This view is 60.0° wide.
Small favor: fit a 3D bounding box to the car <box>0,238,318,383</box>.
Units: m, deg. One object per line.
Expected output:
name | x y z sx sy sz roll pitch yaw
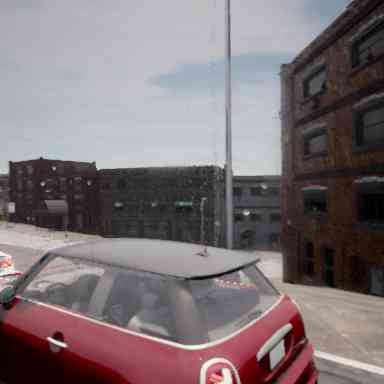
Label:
car | -1.026 1.356 3.983 4.553 1.767 2.185 0 0 35
